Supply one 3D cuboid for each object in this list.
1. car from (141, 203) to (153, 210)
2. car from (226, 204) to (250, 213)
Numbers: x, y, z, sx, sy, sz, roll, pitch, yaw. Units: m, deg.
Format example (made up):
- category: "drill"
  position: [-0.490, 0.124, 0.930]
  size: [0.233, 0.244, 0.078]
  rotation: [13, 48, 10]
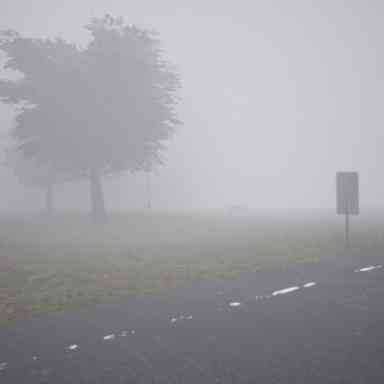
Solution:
- category: "car"
  position: [-11.495, 3.652, 85.295]
  size: [1.882, 1.535, 5.008]
  rotation: [-2, -1, -28]
- category: "car"
  position: [7.545, 2.756, 54.898]
  size: [1.994, 1.385, 4.181]
  rotation: [-2, 0, -35]
